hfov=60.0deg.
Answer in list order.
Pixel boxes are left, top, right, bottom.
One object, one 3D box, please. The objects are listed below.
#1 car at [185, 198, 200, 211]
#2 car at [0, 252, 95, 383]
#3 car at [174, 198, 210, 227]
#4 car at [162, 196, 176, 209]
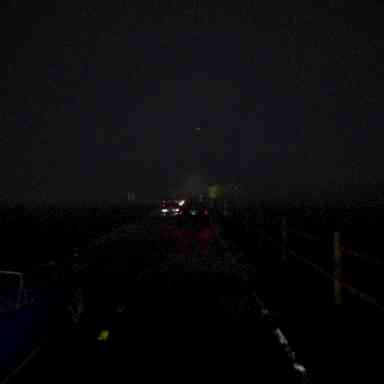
[{"bbox_3d":[0.087,1.521,42.361,1.837,1.490,4.892,0,0,0],"label":"car"},{"bbox_3d":[-2.852,1.602,4.357,1.895,1.301,4.718,0,0,0],"label":"car"},{"bbox_3d":[0.092,1.360,22.892,2.097,1.767,4.553,0,0,0],"label":"car"},{"bbox_3d":[-2.850,1.369,44.986,2.097,1.767,4.553,0,0,0],"label":"car"}]
